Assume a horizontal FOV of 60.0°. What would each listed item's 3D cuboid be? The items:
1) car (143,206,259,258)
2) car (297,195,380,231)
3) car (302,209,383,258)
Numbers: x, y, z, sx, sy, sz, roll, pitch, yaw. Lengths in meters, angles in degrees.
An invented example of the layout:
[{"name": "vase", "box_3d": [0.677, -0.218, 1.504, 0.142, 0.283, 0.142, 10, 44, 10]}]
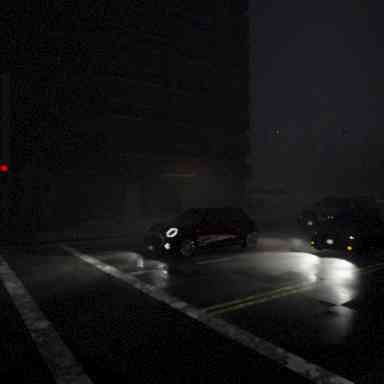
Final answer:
[{"name": "car", "box_3d": [0.407, 1.351, 12.842, 4.553, 1.767, 2.097, 0, 0, -35]}, {"name": "car", "box_3d": [8.229, 1.218, 18.390, 5.566, 2.045, 2.150, 0, 0, -35]}, {"name": "car", "box_3d": [6.489, 1.562, 12.840, 4.181, 1.385, 1.994, 0, 0, -35]}]
